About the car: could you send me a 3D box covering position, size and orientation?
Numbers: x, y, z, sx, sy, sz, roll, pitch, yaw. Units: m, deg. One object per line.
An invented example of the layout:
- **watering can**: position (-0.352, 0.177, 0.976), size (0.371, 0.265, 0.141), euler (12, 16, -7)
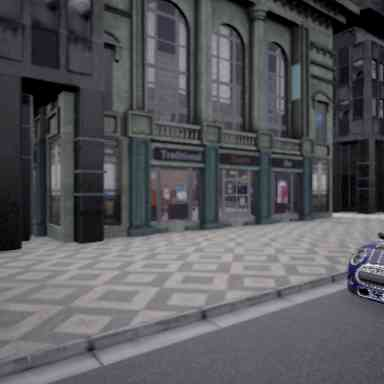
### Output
- **car**: position (5.388, 1.308, 7.230), size (4.553, 1.767, 2.097), euler (0, 0, -36)
